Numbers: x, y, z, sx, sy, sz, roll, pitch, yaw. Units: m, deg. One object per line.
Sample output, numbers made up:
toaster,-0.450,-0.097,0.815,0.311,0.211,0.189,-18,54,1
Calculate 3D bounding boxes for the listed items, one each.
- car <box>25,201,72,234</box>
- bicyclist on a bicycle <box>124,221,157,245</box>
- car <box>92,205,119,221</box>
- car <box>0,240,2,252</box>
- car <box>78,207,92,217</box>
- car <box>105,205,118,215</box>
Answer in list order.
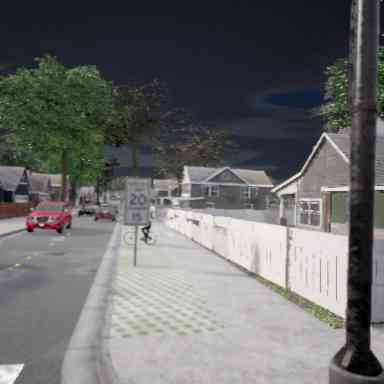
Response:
car,-9.873,1.716,23.410,2.150,2.045,5.566,2,-1,-11
bicyclist on a bicycle,-2.554,1.851,16.629,1.656,1.620,0.582,2,-2,-11
car,-9.671,2.297,37.356,2.097,1.767,4.553,2,-2,-11
car,-7.035,1.752,9.096,1.895,1.301,4.718,2,-2,-11
car,-13.933,2.603,44.086,1.895,1.301,4.718,2,-2,-11
car,-13.065,2.855,54.272,1.837,1.490,4.892,2,-2,-12
